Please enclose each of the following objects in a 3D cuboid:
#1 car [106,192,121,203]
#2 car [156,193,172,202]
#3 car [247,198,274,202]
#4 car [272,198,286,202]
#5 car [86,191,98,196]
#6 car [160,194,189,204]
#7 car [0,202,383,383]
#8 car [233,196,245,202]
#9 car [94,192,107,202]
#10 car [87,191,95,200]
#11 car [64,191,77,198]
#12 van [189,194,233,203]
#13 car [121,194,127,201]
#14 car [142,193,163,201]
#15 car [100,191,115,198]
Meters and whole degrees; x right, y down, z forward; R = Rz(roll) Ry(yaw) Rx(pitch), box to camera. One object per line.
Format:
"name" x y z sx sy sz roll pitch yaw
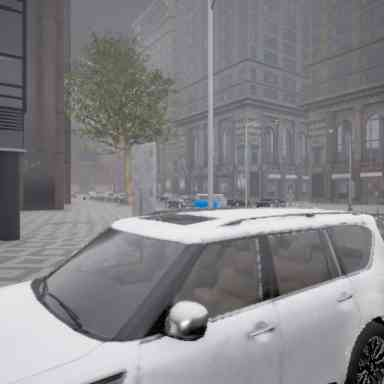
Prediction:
"car" -11.079 0.991 51.554 2.008 1.369 4.403 1 0 -35
"car" -4.097 0.880 56.448 1.967 1.590 4.097 1 0 -35
"car" 8.786 1.314 38.038 1.947 1.339 4.313 1 0 -35
"car" 8.348 1.398 23.794 1.752 1.417 4.829 1 0 -35
"car" -26.647 0.470 88.658 1.802 1.307 4.206 1 0 -35
"car" -1.415 1.230 37.744 2.008 1.369 4.403 1 0 -35
"car" -0.001 1.223 3.354 5.566 2.045 2.150 0 0 -36
"car" 5.566 1.223 42.640 1.887 1.381 4.507 1 0 -35
"car" -14.301 0.910 56.156 2.008 1.369 4.403 1 0 -35
"car" -17.522 0.829 60.758 2.008 1.369 4.403 1 0 -35
"car" -27.184 0.482 74.563 1.967 1.590 4.097 1 0 -35
"van" 1.809 1.090 33.142 1.690 1.788 3.998 1 0 -35
"car" -7.761 1.050 46.813 1.752 1.417 4.829 1 0 -35
"car" -7.321 0.909 61.050 2.008 1.369 4.403 1 0 -35
"car" -20.204 0.586 79.455 1.887 1.381 4.507 1 0 -35
